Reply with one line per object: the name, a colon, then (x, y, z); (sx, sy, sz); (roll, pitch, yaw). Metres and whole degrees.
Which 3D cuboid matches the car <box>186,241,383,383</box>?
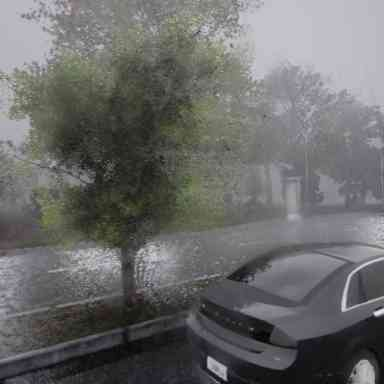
car: (2.216, 1.475, 4.711); (4.892, 1.490, 1.837); (-1, 0, -35)
